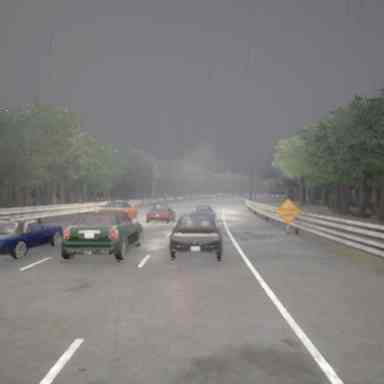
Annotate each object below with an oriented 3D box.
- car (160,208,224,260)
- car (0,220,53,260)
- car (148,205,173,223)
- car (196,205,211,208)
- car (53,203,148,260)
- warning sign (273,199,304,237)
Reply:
[{"bbox_3d":[0.206,1.617,13.060,2.128,1.511,4.902,0,0,2],"label":"car"},{"bbox_3d":[-6.806,1.725,12.989,1.895,1.301,4.718,0,0,2],"label":"car"},{"bbox_3d":[-2.548,1.810,28.023,1.994,1.385,4.181,0,0,4],"label":"car"},{"bbox_3d":[0.941,1.807,27.762,1.994,1.385,4.181,0,0,4],"label":"car"},{"bbox_3d":[-3.294,1.475,13.074,2.097,1.767,4.553,0,-1,2],"label":"car"},{"bbox_3d":[4.862,1.271,16.841,1.300,1.860,1.060,0,-1,2],"label":"warning sign"}]
